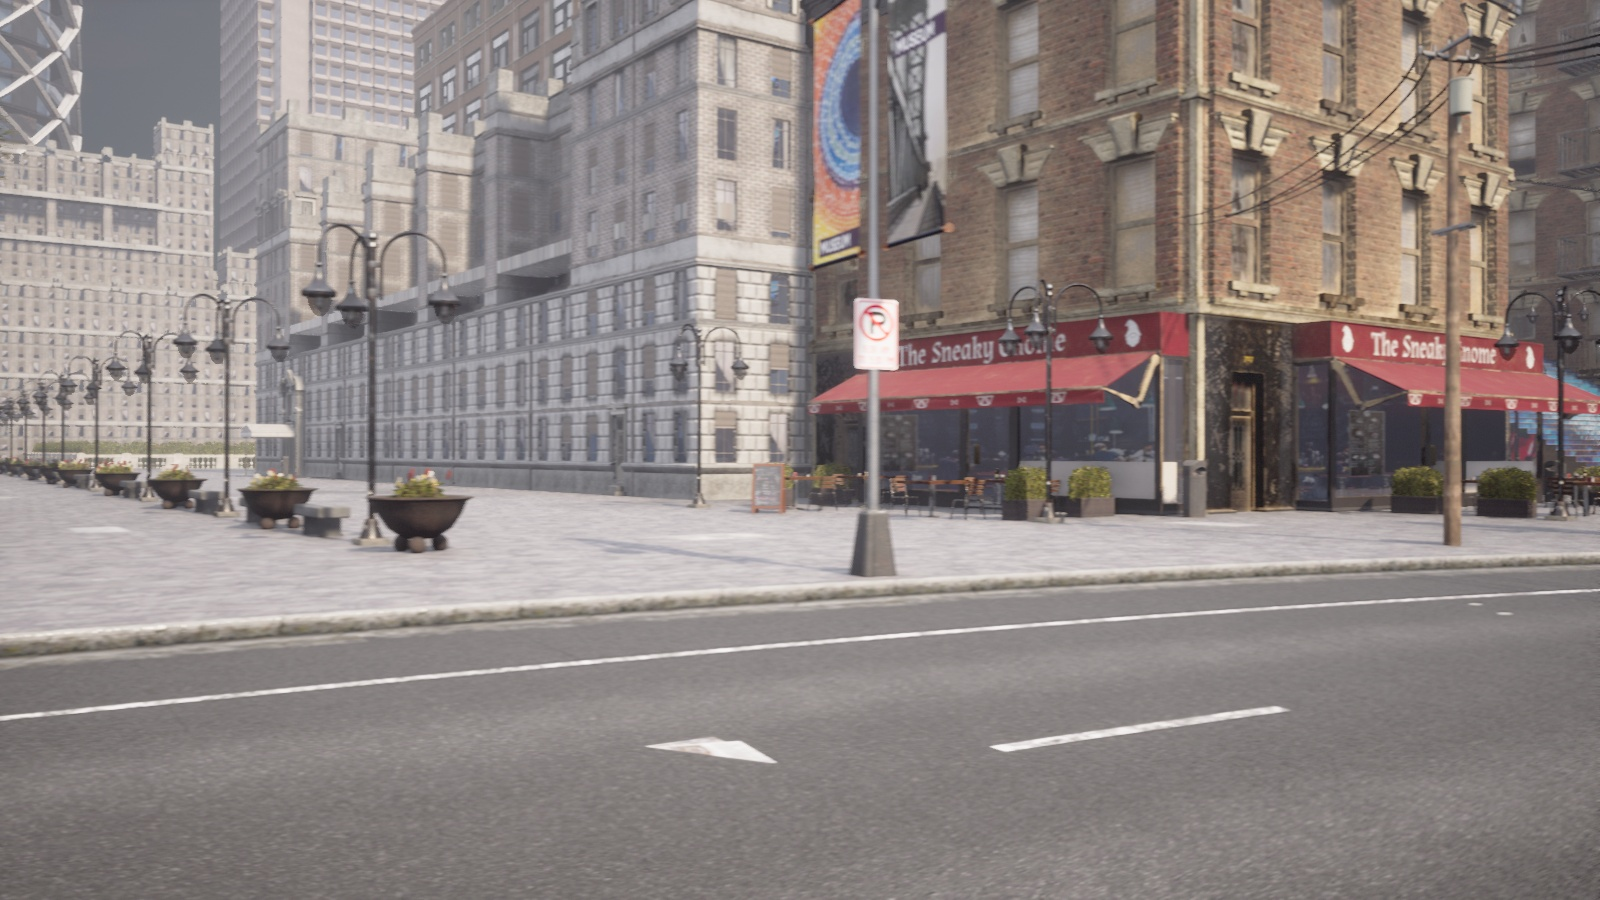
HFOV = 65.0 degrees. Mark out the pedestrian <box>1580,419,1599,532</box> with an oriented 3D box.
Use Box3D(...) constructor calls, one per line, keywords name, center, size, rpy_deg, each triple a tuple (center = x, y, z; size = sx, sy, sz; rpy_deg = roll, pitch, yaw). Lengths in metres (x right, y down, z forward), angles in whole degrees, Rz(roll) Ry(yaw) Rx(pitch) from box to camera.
Box3D(name="pedestrian", center=(13.616, 0.420, 20.726), size=(0.900, 1.855, 0.874), rpy_deg=(0, 0, -19))
